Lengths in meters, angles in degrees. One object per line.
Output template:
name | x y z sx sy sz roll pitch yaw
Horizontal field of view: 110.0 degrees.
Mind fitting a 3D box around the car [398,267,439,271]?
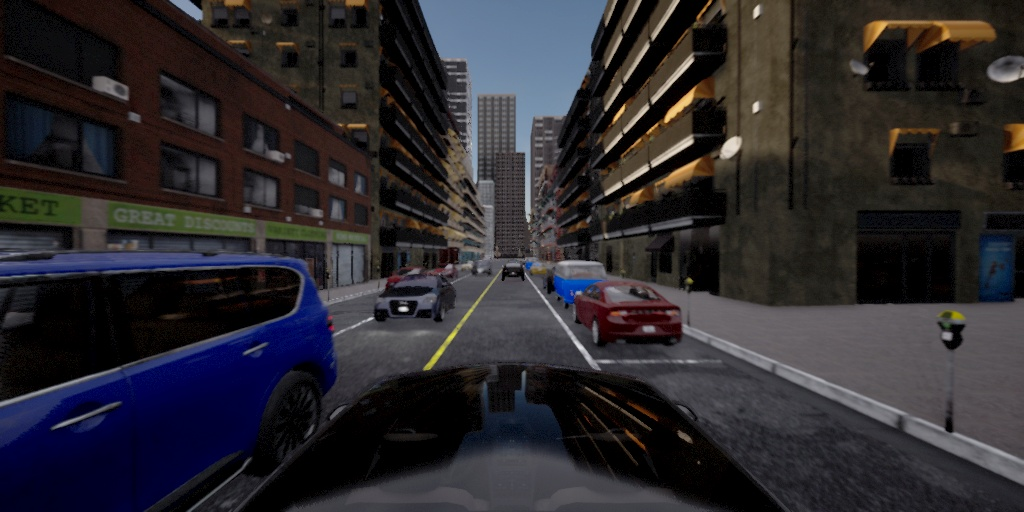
car | -5.691 1.298 20.315 1.888 1.381 4.507 0 0 0

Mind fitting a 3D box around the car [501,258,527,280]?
car | 0.102 1.234 31.322 1.882 1.535 5.008 0 0 0

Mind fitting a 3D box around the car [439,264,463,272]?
car | -5.691 1.338 31.361 1.802 1.307 4.207 0 0 0

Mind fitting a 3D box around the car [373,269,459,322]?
car | -3.082 1.316 12.183 1.994 1.385 4.181 0 0 0

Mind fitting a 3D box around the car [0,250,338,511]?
car | -3.084 0.973 1.854 2.150 2.045 5.566 0 0 1

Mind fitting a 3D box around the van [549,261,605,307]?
van | 2.690 1.093 14.778 1.690 1.789 3.998 0 0 0

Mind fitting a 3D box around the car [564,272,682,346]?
car | 2.690 1.296 9.255 1.888 1.381 4.507 0 0 0

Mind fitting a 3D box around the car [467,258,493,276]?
car | -3.021 1.252 36.936 2.128 1.511 4.902 0 0 1

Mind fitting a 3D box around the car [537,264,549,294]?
car | 2.690 1.319 20.302 1.948 1.339 4.313 0 0 0

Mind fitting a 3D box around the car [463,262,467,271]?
car | -5.690 1.290 47.762 1.751 1.417 4.829 0 0 0

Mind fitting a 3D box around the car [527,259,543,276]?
car | 2.690 1.284 37.041 1.751 1.417 4.829 0 0 0
